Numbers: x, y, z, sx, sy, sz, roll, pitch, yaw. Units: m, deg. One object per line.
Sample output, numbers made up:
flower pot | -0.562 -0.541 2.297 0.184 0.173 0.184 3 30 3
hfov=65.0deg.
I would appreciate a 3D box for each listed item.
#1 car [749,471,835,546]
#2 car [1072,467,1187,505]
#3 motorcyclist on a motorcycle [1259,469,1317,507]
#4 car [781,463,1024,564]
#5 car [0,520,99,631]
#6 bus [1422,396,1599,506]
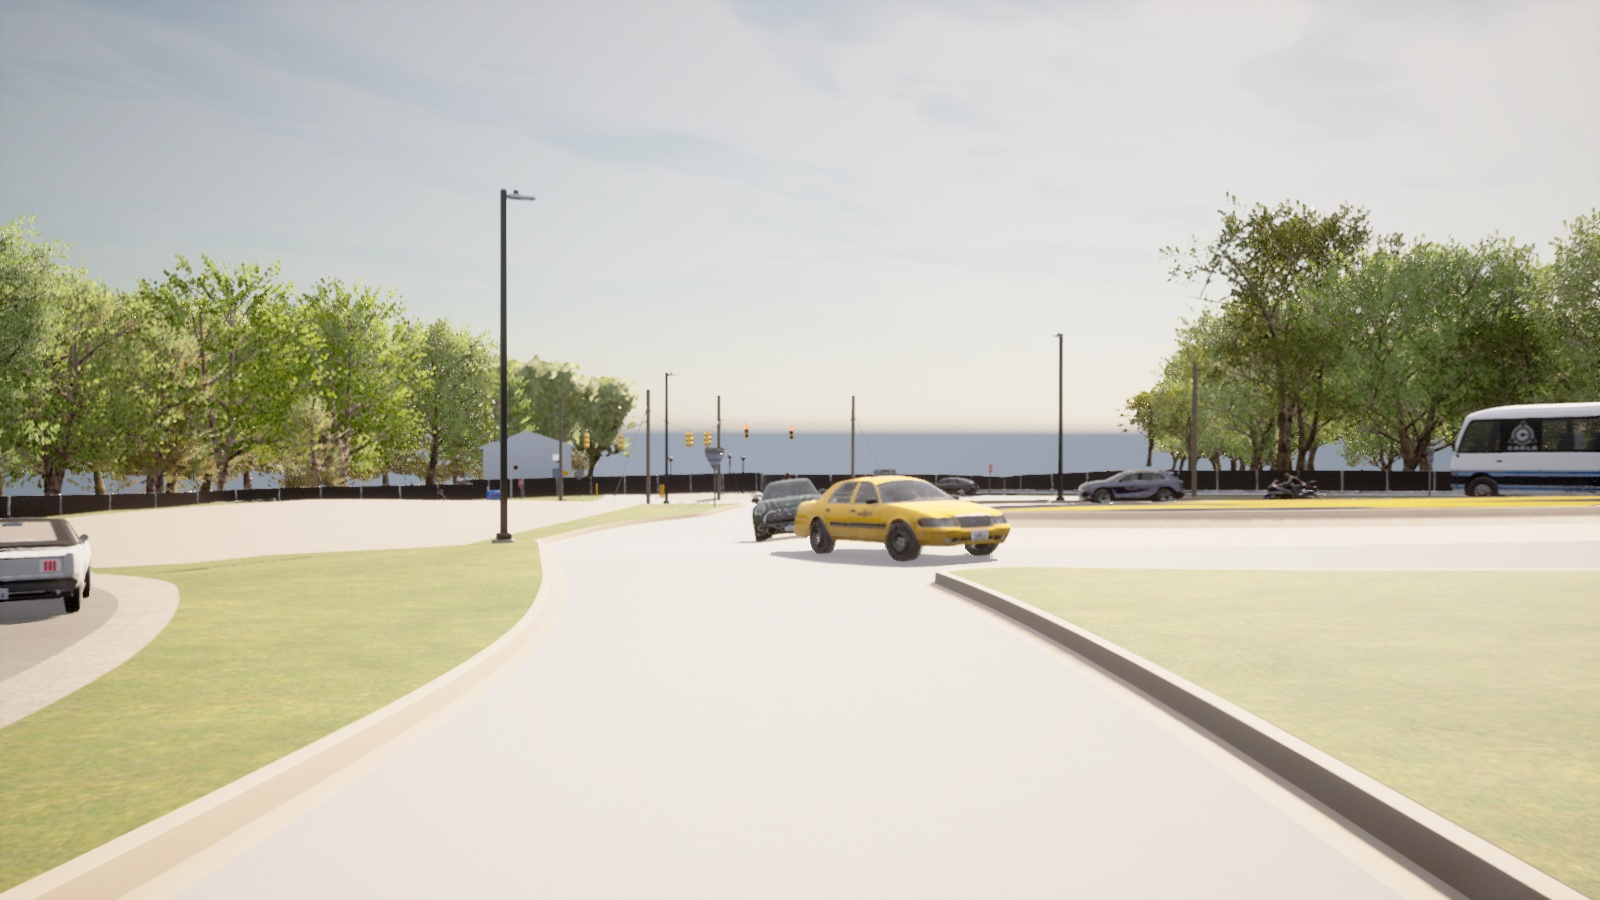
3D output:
car | -0.158 1.675 36.415 2.097 1.767 4.553 -8 -3 2
car | 15.401 1.679 58.834 4.856 1.649 2.033 -1 1 0
motorcyclist on a motorcycle | 20.701 1.636 53.295 2.191 1.530 0.866 -2 -3 25
car | 1.698 1.131 23.101 1.801 1.575 5.366 -1 -1 -28
car | -11.219 1.728 17.980 1.895 1.301 4.718 -1 -1 -28
bus | 31.319 0.048 50.840 3.944 4.253 10.273 -1 0 -37
